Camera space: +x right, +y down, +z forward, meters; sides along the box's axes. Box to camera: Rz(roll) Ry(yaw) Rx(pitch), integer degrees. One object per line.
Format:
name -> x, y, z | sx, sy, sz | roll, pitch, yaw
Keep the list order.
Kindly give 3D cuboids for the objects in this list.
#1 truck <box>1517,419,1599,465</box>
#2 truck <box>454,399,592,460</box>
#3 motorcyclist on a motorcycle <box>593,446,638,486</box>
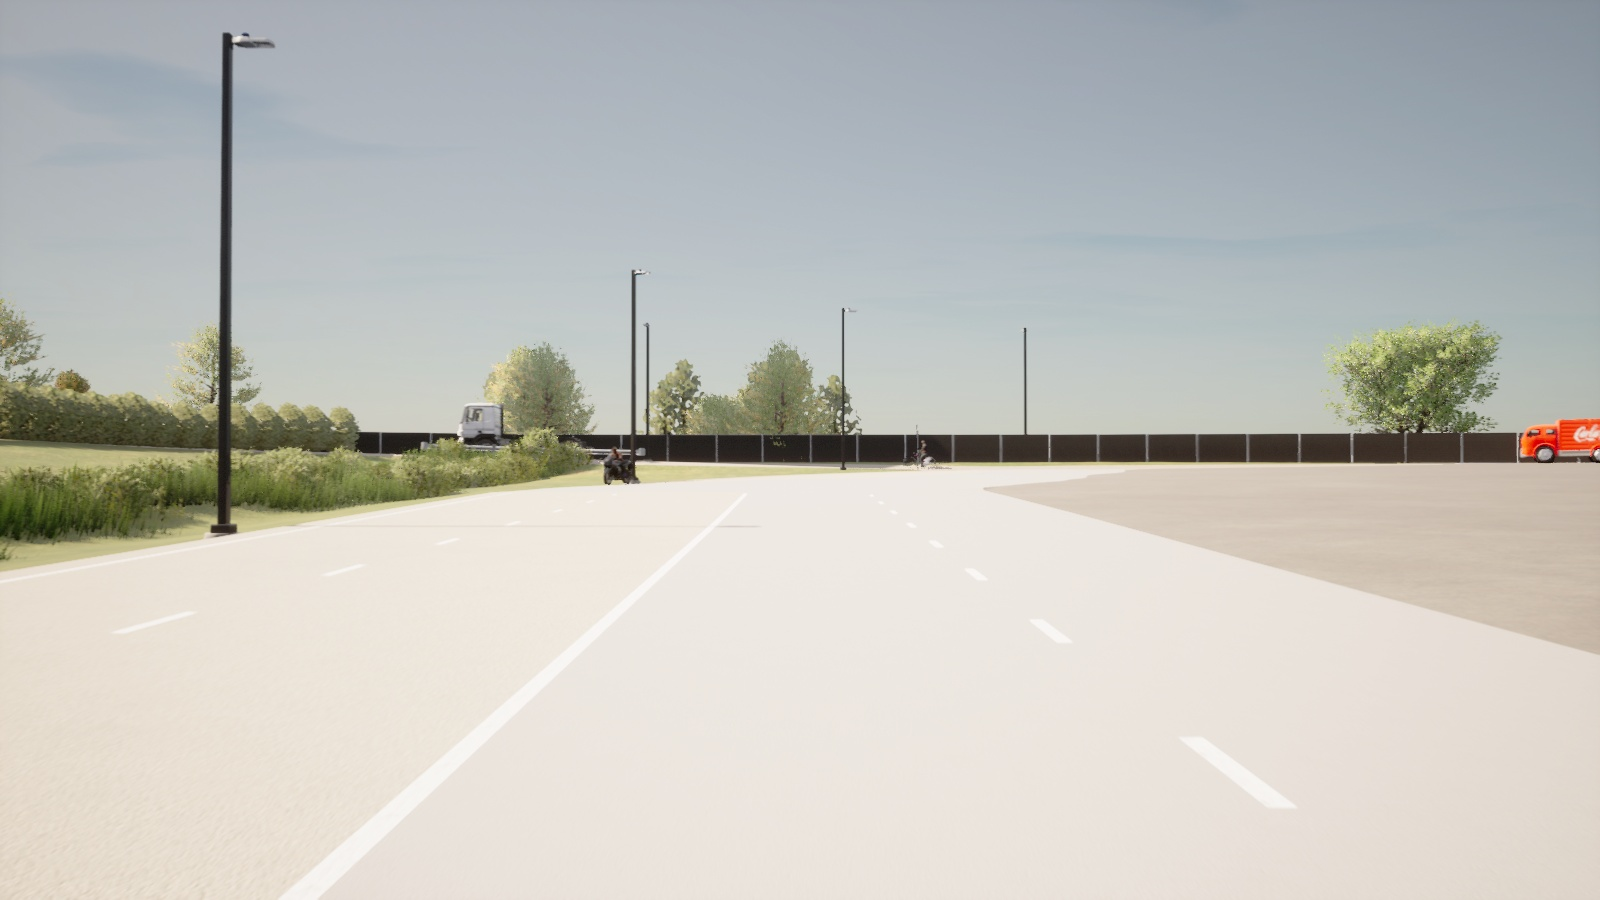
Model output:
truck -> 42.965, -0.402, 69.765 | 5.204, 2.467, 2.627 | -1, -1, 26
truck -> -17.133, -1.220, 78.016 | 7.936, 3.462, 2.891 | 1, -1, -4
motorcyclist on a motorcycle -> -7.253, 0.615, 49.453 | 0.797, 1.523, 2.044 | -2, -1, 22
